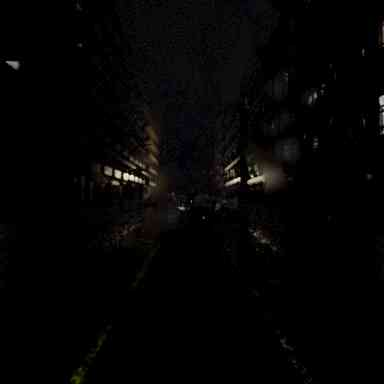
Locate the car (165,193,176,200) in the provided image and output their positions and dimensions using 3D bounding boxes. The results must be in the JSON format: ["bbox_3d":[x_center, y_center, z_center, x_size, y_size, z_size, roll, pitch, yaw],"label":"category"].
[{"bbox_3d":[-5.280,1.085,82.790,2.192,1.841,5.009,1,0,0],"label":"car"}]

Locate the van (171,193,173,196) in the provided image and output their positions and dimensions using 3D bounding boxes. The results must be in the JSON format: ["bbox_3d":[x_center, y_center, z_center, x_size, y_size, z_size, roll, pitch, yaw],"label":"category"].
[{"bbox_3d":[-5.283,1.129,66.199,1.690,1.788,3.998,1,0,0],"label":"van"}]

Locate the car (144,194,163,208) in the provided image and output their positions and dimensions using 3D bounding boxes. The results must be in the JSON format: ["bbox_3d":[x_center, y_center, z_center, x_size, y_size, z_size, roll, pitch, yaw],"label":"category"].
[{"bbox_3d":[-5.290,1.361,43.908,1.752,1.417,4.829,2,0,0],"label":"car"}]

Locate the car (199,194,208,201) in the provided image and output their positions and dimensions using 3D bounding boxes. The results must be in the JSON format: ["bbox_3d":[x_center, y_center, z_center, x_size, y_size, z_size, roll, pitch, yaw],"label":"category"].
[{"bbox_3d":[2.604,1.215,77.199,1.967,1.590,4.097,1,0,0],"label":"car"}]

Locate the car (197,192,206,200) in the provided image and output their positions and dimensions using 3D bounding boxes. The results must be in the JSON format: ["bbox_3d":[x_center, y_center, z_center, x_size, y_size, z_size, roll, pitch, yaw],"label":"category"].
[{"bbox_3d":[2.566,1.081,88.260,2.192,1.841,5.009,1,0,0],"label":"car"}]

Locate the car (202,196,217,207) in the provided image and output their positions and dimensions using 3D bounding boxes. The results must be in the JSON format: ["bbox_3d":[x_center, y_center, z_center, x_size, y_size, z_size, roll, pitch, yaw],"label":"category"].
[{"bbox_3d":[2.590,1.371,49.545,2.008,1.369,4.403,1,0,0],"label":"car"}]

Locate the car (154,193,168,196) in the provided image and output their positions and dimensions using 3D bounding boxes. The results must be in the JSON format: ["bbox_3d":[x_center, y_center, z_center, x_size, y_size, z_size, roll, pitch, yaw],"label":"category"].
[{"bbox_3d":[-5.283,1.136,49.608,2.192,1.841,5.009,2,0,0],"label":"car"}]

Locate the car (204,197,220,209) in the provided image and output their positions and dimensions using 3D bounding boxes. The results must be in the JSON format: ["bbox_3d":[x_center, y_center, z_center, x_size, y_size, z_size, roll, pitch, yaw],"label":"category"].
[{"bbox_3d":[2.590,1.380,44.013,1.887,1.381,4.507,1,0,0],"label":"car"}]

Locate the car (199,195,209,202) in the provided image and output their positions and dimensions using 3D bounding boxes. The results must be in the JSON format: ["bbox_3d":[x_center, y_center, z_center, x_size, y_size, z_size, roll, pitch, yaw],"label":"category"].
[{"bbox_3d":[2.594,1.325,71.667,1.887,1.381,4.507,1,0,0],"label":"car"}]

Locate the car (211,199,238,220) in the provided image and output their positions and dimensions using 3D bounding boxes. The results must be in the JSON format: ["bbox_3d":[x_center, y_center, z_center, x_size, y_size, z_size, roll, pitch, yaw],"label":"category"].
[{"bbox_3d":[2.588,1.409,27.593,1.752,1.417,4.829,1,0,0],"label":"car"}]

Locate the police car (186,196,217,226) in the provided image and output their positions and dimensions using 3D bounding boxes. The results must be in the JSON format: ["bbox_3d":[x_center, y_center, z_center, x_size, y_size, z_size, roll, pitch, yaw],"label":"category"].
[{"bbox_3d":[0.712,1.327,22.666,1.930,1.638,5.238,0,0,0],"label":"police car"}]

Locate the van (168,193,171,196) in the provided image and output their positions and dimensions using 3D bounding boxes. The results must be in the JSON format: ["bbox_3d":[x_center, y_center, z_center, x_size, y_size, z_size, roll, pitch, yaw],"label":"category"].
[{"bbox_3d":[-5.283,1.137,60.667,1.690,1.788,3.998,2,0,0],"label":"van"}]

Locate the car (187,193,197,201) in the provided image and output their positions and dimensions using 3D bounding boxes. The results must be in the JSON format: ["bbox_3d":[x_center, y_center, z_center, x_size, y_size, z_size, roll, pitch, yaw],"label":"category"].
[{"bbox_3d":[0.010,1.040,73.255,2.097,1.767,4.553,0,0,0],"label":"car"}]

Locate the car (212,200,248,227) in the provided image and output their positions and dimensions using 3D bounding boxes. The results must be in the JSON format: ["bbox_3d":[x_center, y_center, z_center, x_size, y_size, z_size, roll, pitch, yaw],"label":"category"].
[{"bbox_3d":[2.587,1.449,21.891,1.887,1.381,4.507,1,0,0],"label":"car"}]

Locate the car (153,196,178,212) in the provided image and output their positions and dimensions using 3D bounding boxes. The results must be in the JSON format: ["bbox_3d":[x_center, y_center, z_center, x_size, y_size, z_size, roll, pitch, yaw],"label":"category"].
[{"bbox_3d":[-2.838,1.418,36.964,1.994,1.385,4.181,0,0,0],"label":"car"}]

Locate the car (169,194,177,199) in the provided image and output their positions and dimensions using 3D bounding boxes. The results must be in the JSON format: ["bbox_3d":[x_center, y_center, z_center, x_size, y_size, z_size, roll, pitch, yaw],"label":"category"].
[{"bbox_3d":[-5.285,1.331,93.853,1.947,1.339,4.313,1,0,0],"label":"car"}]

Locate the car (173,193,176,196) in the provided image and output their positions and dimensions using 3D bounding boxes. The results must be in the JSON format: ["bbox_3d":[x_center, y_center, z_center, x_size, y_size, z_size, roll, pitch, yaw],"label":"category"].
[{"bbox_3d":[-5.281,1.090,77.260,2.192,1.841,5.009,1,0,0],"label":"car"}]

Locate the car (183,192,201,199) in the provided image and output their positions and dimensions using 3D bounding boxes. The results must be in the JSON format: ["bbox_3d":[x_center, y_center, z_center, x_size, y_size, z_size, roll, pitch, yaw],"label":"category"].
[{"bbox_3d":[0.008,1.022,58.309,2.150,2.045,5.566,0,0,0],"label":"car"}]

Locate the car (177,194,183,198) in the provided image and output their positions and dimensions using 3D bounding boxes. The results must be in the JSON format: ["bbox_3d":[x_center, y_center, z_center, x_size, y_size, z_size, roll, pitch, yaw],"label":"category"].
[{"bbox_3d":[-2.740,1.185,77.941,1.837,1.490,4.892,0,0,0],"label":"car"}]
